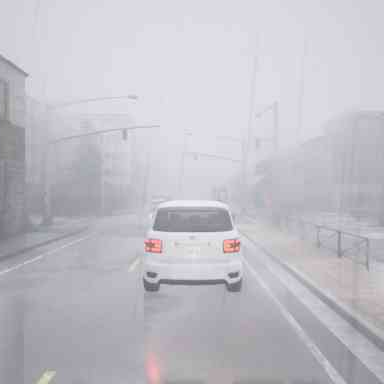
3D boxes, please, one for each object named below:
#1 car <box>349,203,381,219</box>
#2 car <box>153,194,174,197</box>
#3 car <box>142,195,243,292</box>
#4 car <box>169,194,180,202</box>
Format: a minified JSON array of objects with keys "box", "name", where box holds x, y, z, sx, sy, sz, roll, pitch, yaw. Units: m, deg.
[{"box":[16.654,1.738,30.263,4.181,1.385,1.994,0,0,0],"name":"car"},{"box":[-3.580,1.221,38.707,2.150,2.045,5.566,0,0,-2],"name":"car"},{"box":[0.035,1.221,9.080,2.150,2.045,5.566,0,0,1],"name":"car"},{"box":[-3.644,1.247,71.290,2.097,1.767,4.553,0,0,0],"name":"car"}]
